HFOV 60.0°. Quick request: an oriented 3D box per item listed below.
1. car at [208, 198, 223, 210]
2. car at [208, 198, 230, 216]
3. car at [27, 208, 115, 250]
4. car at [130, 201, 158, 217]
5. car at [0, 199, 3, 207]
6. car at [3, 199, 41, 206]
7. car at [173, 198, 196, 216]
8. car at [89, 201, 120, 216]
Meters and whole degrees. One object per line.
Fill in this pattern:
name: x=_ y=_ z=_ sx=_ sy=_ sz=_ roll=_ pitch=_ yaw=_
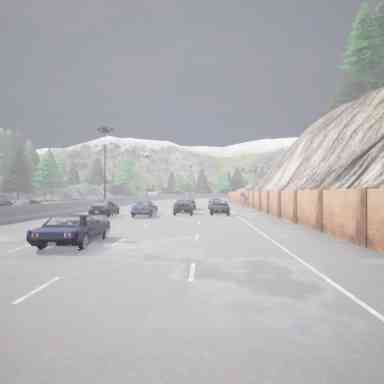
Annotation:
car: x=3.030 y=1.525 z=43.202 sx=1.812 sy=1.442 sz=4.674 roll=0 pitch=0 yaw=2
car: x=2.670 y=1.491 z=32.758 sx=2.128 sy=1.511 sz=4.902 roll=0 pitch=0 yaw=2
car: x=-4.978 y=1.601 z=14.241 sx=1.895 sy=1.301 sz=4.718 roll=0 pitch=0 yaw=2
car: x=-4.391 y=1.547 z=31.040 sx=2.033 sy=1.411 sz=5.357 roll=0 pitch=0 yaw=2
car: x=-21.814 y=1.493 z=36.691 sx=2.128 sy=1.511 sz=4.902 roll=0 pitch=0 yaw=2
car: x=-18.311 y=1.527 z=36.689 sx=1.812 sy=1.442 sz=4.674 roll=0 pitch=0 yaw=2
car: x=-0.823 y=1.505 z=33.027 sx=1.837 sy=1.490 sz=4.892 roll=0 pitch=0 yaw=2
car: x=-7.922 y=1.525 z=30.186 sx=1.812 sy=1.442 sz=4.674 roll=0 pitch=0 yaw=2
